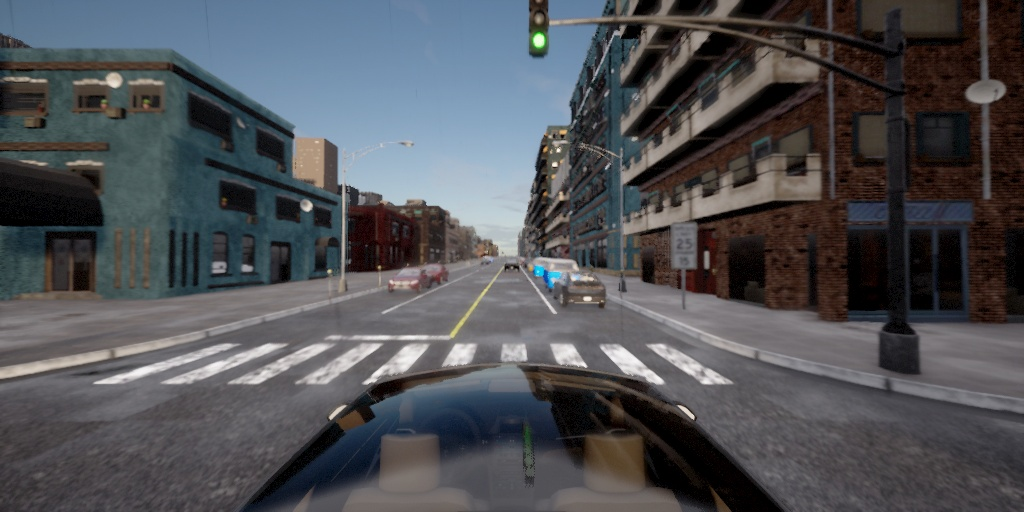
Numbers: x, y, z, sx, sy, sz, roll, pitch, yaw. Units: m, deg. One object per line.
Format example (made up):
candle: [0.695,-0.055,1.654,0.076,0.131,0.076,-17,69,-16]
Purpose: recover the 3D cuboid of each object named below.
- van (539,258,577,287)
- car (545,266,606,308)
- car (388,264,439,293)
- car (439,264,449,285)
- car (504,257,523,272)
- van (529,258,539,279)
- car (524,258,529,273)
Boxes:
van: [2.690,1.071,20.537,1.690,1.789,3.998,0,0,0]
car: [2.691,1.287,14.958,2.007,1.370,4.403,0,0,0]
car: [-5.691,1.313,20.501,1.802,1.307,4.207,0,0,0]
car: [-5.692,1.270,26.082,1.888,1.381,4.507,0,0,0]
car: [-0.004,1.178,44.025,1.882,1.535,5.008,0,0,0]
van: [2.689,1.059,31.700,1.690,1.789,3.998,0,0,0]
car: [2.687,1.227,43.030,1.751,1.417,4.829,0,0,0]
